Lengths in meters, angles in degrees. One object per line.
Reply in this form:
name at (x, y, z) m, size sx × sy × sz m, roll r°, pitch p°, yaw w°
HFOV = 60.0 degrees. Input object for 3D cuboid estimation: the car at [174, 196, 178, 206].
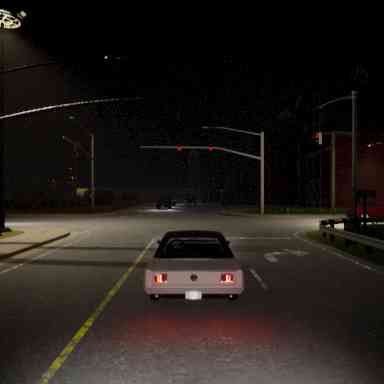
car at (-3.753, 1.343, 53.405) m, size 2.097 × 1.767 × 4.553 m, roll 0°, pitch 0°, yaw 0°

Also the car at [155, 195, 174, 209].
car at (-3.733, 1.515, 44.502) m, size 1.812 × 1.442 × 4.674 m, roll 0°, pitch 0°, yaw 0°

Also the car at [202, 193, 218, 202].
car at (3.937, 1.133, 72.888) m, size 1.905 × 1.878 × 3.866 m, roll -8°, pitch 3°, yaw -42°

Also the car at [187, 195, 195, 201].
car at (-0.249, 1.428, 80.332) m, size 2.033 × 1.411 × 5.357 m, roll 0°, pitch 0°, yaw 0°

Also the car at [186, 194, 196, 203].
car at (-0.220, 1.343, 71.103) m, size 2.097 × 1.767 × 4.553 m, roll 0°, pitch 0°, yaw 0°

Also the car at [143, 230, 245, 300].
car at (0.042, 1.600, 8.303) m, size 1.895 × 1.301 × 4.718 m, roll 0°, pitch 0°, yaw 0°

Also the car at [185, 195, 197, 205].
car at (-0.177, 1.495, 57.105) m, size 1.837 × 1.490 × 4.892 m, roll 0°, pitch 0°, yaw 0°

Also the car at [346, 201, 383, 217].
car at (15.043, 1.500, 26.732) m, size 5.008 × 1.535 × 1.882 m, roll 0°, pitch 0°, yaw 1°

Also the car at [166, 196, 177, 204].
car at (-3.759, 1.494, 62.550) m, size 1.837 × 1.490 × 4.892 m, roll 0°, pitch 0°, yaw 0°
